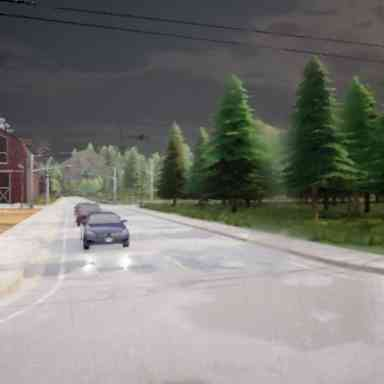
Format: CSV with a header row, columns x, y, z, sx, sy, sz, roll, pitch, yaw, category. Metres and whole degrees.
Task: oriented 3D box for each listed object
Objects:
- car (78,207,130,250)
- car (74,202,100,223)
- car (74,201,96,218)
x,y,z,sx,sy,sz,roll,pitch,yaw,category
-4.072,1.637,15.265,1.812,1.442,4.674,0,0,-20,car
-7.709,1.645,25.125,1.882,1.535,5.008,0,0,-20,car
-11.293,1.770,34.866,2.033,1.411,5.357,0,0,-20,car
